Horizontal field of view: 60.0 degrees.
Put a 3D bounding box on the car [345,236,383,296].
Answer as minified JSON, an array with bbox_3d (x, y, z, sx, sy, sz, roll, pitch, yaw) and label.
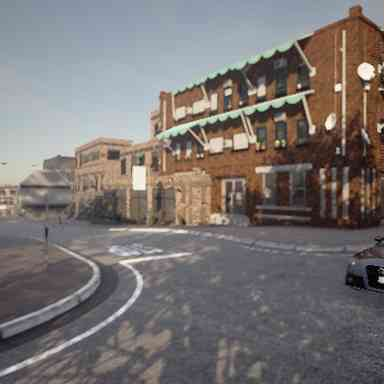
[{"bbox_3d":[5.344,1.514,7.569,4.181,1.385,1.994,0,0,-36],"label":"car"}]
